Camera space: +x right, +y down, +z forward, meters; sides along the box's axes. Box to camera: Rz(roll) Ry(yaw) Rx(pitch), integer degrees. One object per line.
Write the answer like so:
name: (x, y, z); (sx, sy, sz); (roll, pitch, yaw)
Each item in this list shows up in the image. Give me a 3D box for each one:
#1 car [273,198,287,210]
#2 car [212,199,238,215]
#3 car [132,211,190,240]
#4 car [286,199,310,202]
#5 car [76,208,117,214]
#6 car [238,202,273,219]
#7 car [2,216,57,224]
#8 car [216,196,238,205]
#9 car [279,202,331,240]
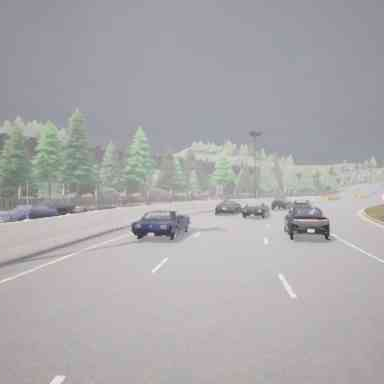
car: (11.380, 1.495, 42.010); (1.837, 1.490, 4.892); (0, 0, 29)
car: (3.826, 1.556, 34.052); (1.994, 1.385, 4.181); (0, 0, 21)
car: (-1.396, 1.597, 17.072); (1.895, 1.301, 4.718); (0, 0, 11)
car: (11.111, 1.483, 33.362); (2.128, 1.511, 4.902); (0, 0, 23)
car: (-6.940, 1.558, 24.550); (1.994, 1.385, 4.181); (0, 0, 15)
car: (5.762, 1.594, 29.562); (1.895, 1.301, 4.718); (0, 0, 20)
car: (-11.052, 1.520, 22.607); (1.812, 1.442, 4.674); (0, 0, 14)
car: (6.501, 1.491, 60.765); (1.837, 1.490, 4.892); (0, 0, 36)
car: (5.796, 1.487, 17.089); (2.128, 1.511, 4.902); (0, 0, 12)
